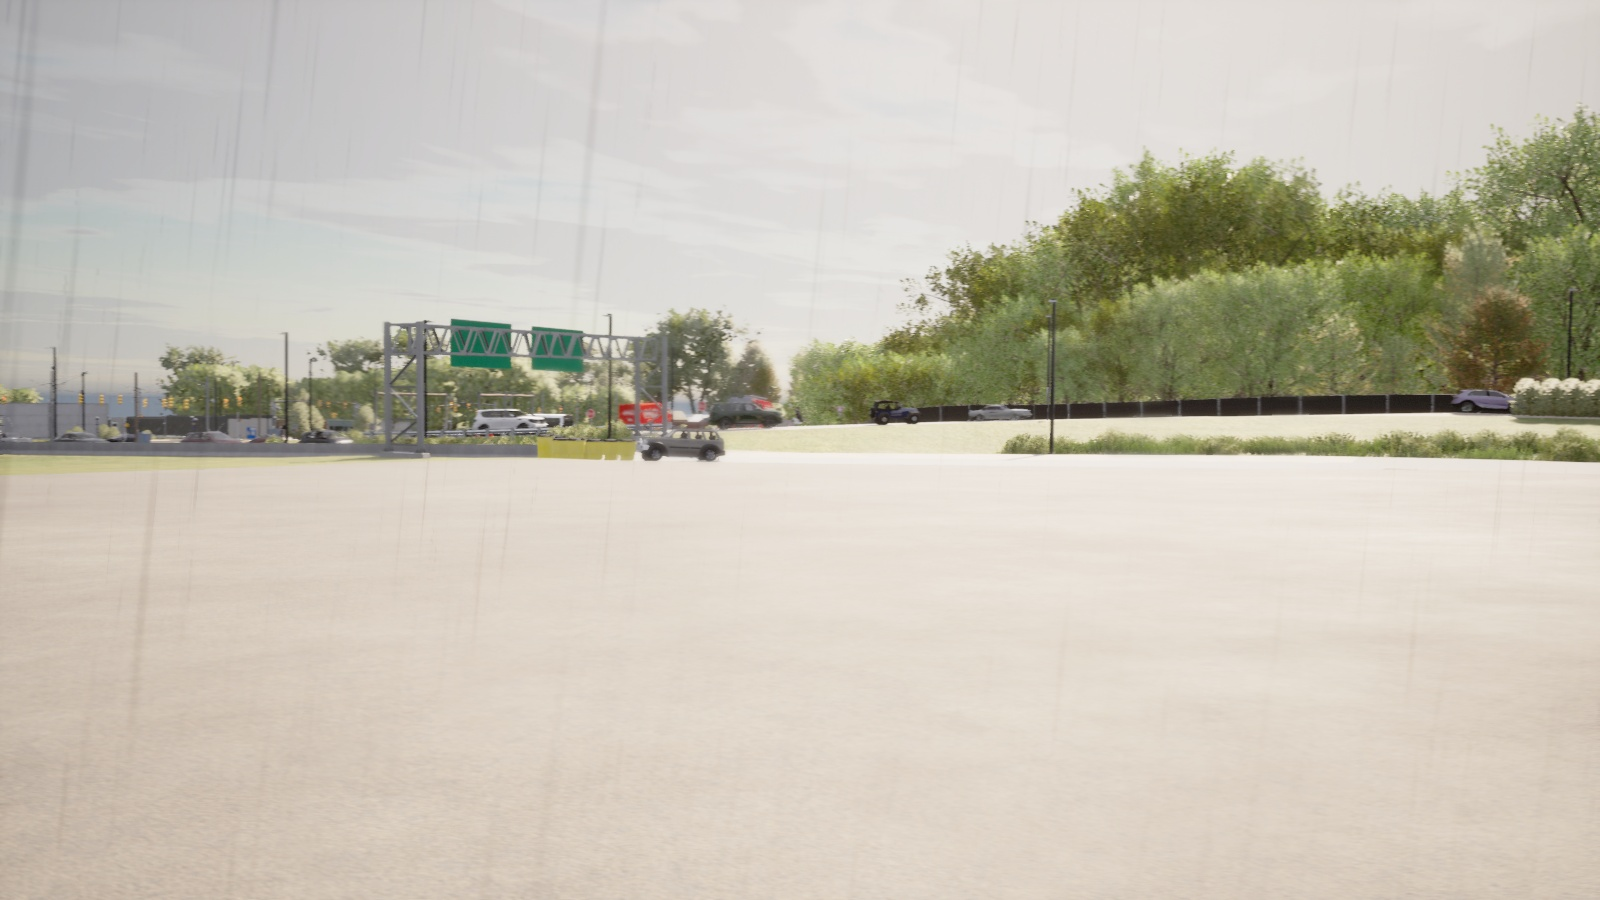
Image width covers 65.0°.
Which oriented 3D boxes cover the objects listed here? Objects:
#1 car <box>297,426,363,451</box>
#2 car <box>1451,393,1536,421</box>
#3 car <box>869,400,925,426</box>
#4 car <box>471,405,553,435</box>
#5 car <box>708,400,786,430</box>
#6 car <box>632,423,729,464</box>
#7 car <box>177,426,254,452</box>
[{"bbox_3d":[-31.067,-0.777,82.966,3.988,1.617,1.851,1,2,27],"label":"car"},{"bbox_3d":[46.506,-2.907,84.260,4.856,1.649,2.033,4,3,29],"label":"car"},{"bbox_3d":[7.322,-2.809,94.946,3.866,1.878,1.905,-1,2,-8],"label":"car"},{"bbox_3d":[-21.491,-2.231,93.666,5.566,2.045,2.150,-1,1,17],"label":"car"},{"bbox_3d":[-3.932,-2.593,93.294,5.566,2.045,2.150,-1,2,-8],"label":"car"},{"bbox_3d":[-6.140,-0.316,64.540,4.605,1.855,1.932,3,-1,-19],"label":"car"},{"bbox_3d":[-38.573,-0.737,82.837,4.856,1.649,2.033,1,2,27],"label":"car"}]
